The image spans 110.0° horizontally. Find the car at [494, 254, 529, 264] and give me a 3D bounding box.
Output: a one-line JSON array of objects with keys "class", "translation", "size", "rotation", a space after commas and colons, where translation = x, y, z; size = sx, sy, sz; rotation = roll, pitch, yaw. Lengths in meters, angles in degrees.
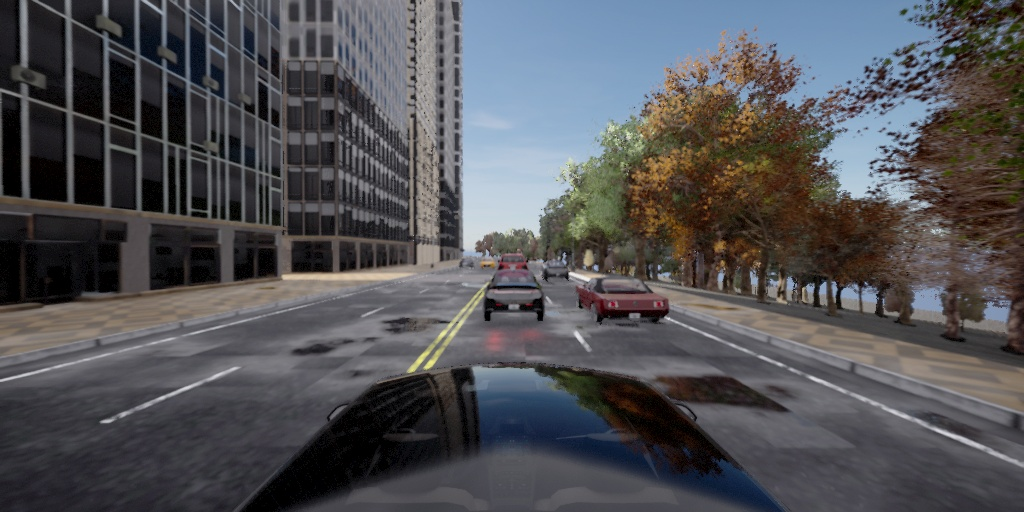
[{"class": "car", "translation": [0.080, 0.878, 27.166], "size": [2.150, 2.045, 5.566], "rotation": [0, 1, 1]}]

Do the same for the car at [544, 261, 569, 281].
[{"class": "car", "translation": [3.335, 1.141, 28.291], "size": [2.128, 1.511, 4.902], "rotation": [0, 0, 0]}]

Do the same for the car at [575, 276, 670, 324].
[{"class": "car", "translation": [3.318, 1.314, 11.850], "size": [1.895, 1.301, 4.718], "rotation": [0, 0, 0]}]

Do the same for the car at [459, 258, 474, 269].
[{"class": "car", "translation": [-6.638, 1.036, 52.557], "size": [2.128, 1.511, 4.902], "rotation": [0, 0, 0]}]

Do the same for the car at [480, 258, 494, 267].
[{"class": "car", "translation": [-3.374, 1.031, 50.173], "size": [1.882, 1.535, 5.008], "rotation": [0, 0, 0]}]

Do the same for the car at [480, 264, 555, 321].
[{"class": "car", "translation": [0.070, 1.201, 12.293], "size": [2.128, 1.511, 4.902], "rotation": [0, 0, 0]}]
